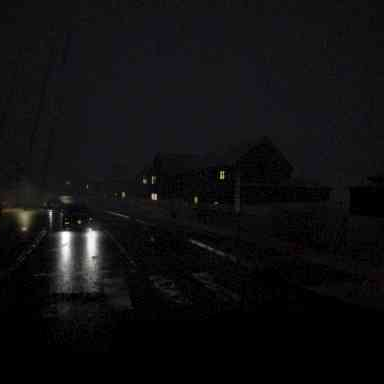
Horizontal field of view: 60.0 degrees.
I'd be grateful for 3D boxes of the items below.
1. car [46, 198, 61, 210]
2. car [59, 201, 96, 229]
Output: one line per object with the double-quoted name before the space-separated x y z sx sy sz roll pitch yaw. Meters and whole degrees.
"car" -18.829 1.622 45.685 1.812 1.442 4.674 1 -1 -29
"car" -7.433 1.519 21.578 1.837 1.490 4.892 1 0 -22
